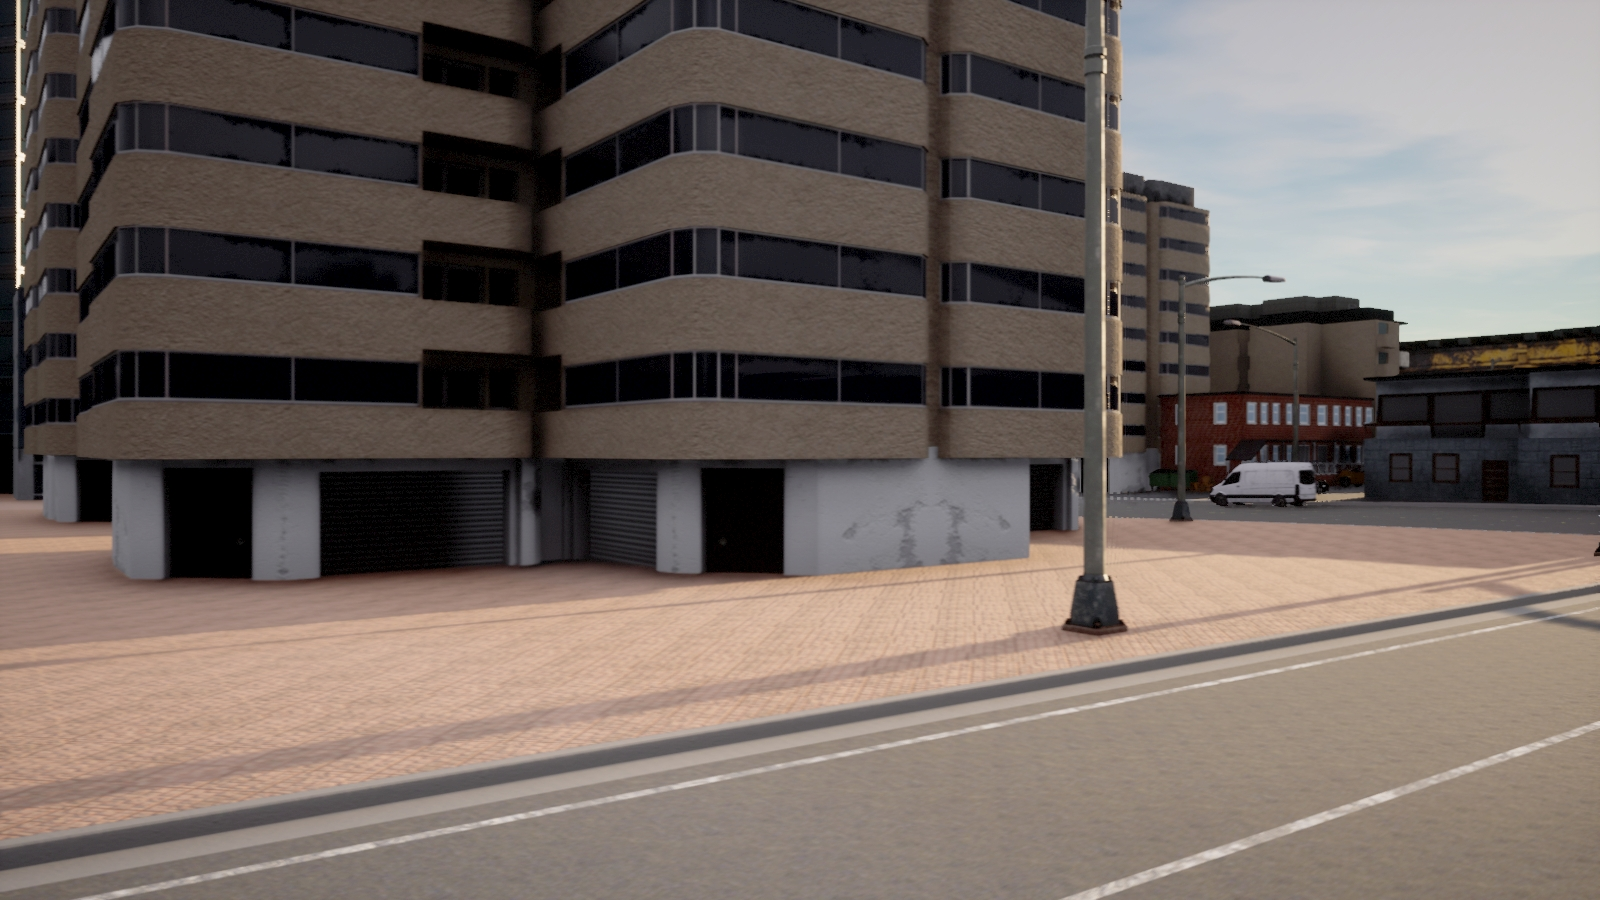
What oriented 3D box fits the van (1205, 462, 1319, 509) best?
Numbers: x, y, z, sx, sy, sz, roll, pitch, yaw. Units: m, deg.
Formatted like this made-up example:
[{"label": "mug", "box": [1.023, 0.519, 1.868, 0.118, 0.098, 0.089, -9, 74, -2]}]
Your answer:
[{"label": "van", "box": [26.656, 2.028, 66.120, 1.988, 2.561, 5.915, 0, -1, -37]}]
